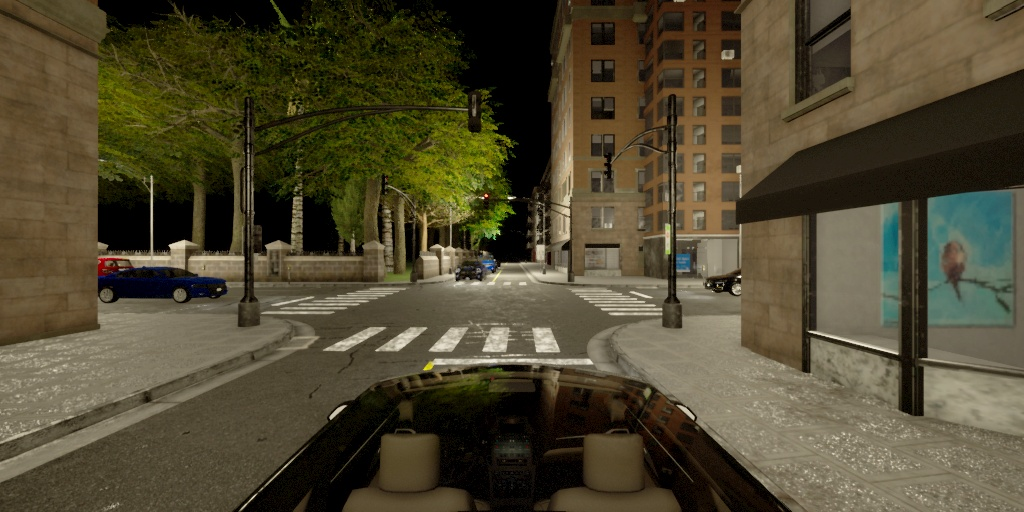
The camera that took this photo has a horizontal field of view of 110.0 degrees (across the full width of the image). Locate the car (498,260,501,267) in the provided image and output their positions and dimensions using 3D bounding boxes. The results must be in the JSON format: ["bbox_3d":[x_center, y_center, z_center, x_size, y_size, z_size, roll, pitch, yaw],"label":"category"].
[{"bbox_3d":[-3.022,1.171,51.927,1.882,1.535,5.008,0,0,0],"label":"car"}]

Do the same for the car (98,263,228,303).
[{"bbox_3d":[-15.472,1.212,15.883,5.008,1.535,1.882,0,0,0],"label":"car"}]

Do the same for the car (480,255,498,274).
[{"bbox_3d":[-3.047,0.937,41.554,2.150,2.045,5.566,0,0,0],"label":"car"}]

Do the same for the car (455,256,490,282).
[{"bbox_3d":[-3.212,1.089,28.732,2.097,1.767,4.553,0,0,2],"label":"car"}]

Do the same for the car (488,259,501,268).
[{"bbox_3d":[-2.976,1.237,61.999,1.994,1.385,4.181,0,0,0],"label":"car"}]

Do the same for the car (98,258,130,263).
[{"bbox_3d":[-25.923,1.034,21.800,5.009,1.841,2.192,0,0,1],"label":"car"}]

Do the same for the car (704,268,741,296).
[{"bbox_3d":[12.689,1.271,18.705,4.892,1.490,1.837,0,0,1],"label":"car"}]
